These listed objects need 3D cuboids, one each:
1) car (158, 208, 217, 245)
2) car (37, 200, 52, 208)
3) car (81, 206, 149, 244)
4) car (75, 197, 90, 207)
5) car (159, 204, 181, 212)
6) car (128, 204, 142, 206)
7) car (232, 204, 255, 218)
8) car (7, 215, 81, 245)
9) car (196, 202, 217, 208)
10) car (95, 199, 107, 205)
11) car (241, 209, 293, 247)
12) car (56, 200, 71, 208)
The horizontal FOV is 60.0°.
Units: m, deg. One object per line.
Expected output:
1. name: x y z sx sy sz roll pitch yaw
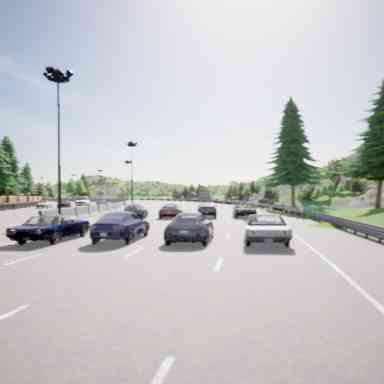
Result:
1. car: -0.065 1.682 16.151 1.994 1.385 4.181 -1 0 8
2. car: -28.378 2.370 64.007 1.812 1.442 4.674 -1 0 -9
3. car: -3.521 1.695 16.728 1.812 1.442 4.674 -1 0 8
4. car: -21.539 1.990 65.515 2.150 2.045 5.566 -1 0 -9
5. car: -2.066 1.826 32.383 1.994 1.385 4.181 -1 0 3
6. car: -5.559 1.875 32.562 1.994 1.385 4.181 -1 0 3
7. car: 4.919 1.763 31.860 1.895 1.301 4.718 -1 0 3
8. car: -7.020 1.819 16.953 1.895 1.301 4.718 -1 0 8
9. car: 1.429 1.705 32.215 2.128 1.511 4.902 -1 0 3
10. car: -18.124 2.244 66.307 2.128 1.511 4.902 -1 0 -9
11. car: 3.372 1.666 15.464 1.895 1.301 4.718 -1 0 8
12. car: -24.961 2.280 64.770 1.882 1.535 5.008 -1 0 -9
